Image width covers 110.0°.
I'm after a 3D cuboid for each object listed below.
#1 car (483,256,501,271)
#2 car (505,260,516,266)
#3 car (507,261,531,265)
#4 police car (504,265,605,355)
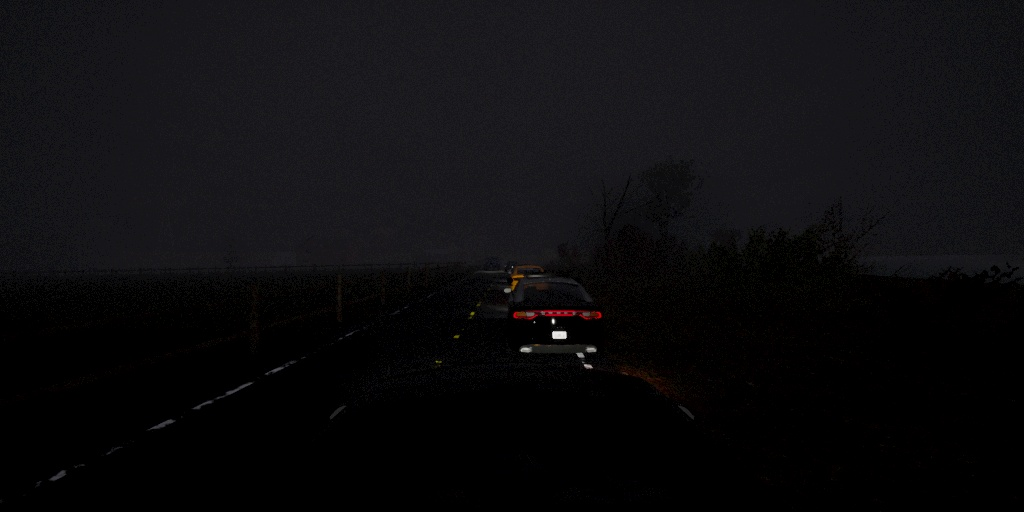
[{"bbox_3d":[-2.719,0.998,49.910,2.150,2.045,5.566,0,0,0],"label":"car"},{"bbox_3d":[0.073,1.335,46.627,1.994,1.385,4.181,0,0,0],"label":"car"},{"bbox_3d":[0.836,1.228,18.729,1.882,1.535,5.008,0,0,0],"label":"car"},{"bbox_3d":[0.830,1.174,8.839,1.930,1.638,5.238,0,0,0],"label":"police car"}]
